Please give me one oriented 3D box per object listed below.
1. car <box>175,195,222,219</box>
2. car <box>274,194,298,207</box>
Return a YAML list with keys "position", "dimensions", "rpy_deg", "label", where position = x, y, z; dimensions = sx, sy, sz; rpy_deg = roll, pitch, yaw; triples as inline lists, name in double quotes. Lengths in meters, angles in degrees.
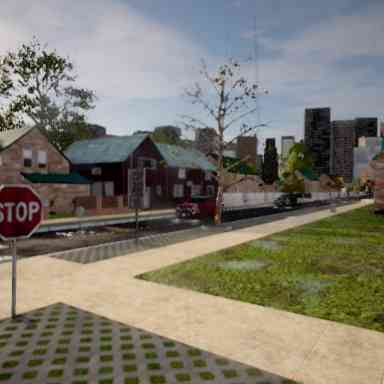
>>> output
- position: [0.606, 1.165, 27.315]
  dimensions: [2.097, 1.767, 4.553]
  rpy_deg: [1, 1, 34]
  label: "car"
- position: [12.893, 1.051, 45.493]
  dimensions: [2.097, 1.767, 4.553]
  rpy_deg: [1, 1, 34]
  label: "car"
